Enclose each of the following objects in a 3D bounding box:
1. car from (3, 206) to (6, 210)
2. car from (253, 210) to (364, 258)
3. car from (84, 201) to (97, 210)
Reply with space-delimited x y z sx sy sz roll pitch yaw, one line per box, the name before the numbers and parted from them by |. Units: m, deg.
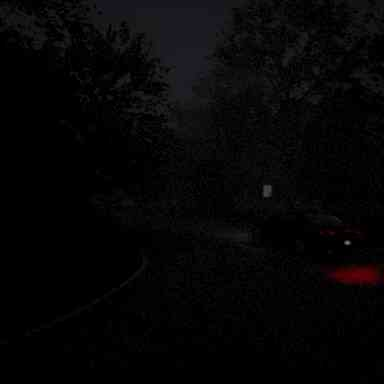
car | -18.107 1.189 33.404 4.553 1.767 2.097 1 -1 -16
car | 4.128 1.426 12.729 1.882 1.535 5.008 1 0 -17
car | -13.181 1.447 37.304 5.008 1.535 1.882 0 -2 11
